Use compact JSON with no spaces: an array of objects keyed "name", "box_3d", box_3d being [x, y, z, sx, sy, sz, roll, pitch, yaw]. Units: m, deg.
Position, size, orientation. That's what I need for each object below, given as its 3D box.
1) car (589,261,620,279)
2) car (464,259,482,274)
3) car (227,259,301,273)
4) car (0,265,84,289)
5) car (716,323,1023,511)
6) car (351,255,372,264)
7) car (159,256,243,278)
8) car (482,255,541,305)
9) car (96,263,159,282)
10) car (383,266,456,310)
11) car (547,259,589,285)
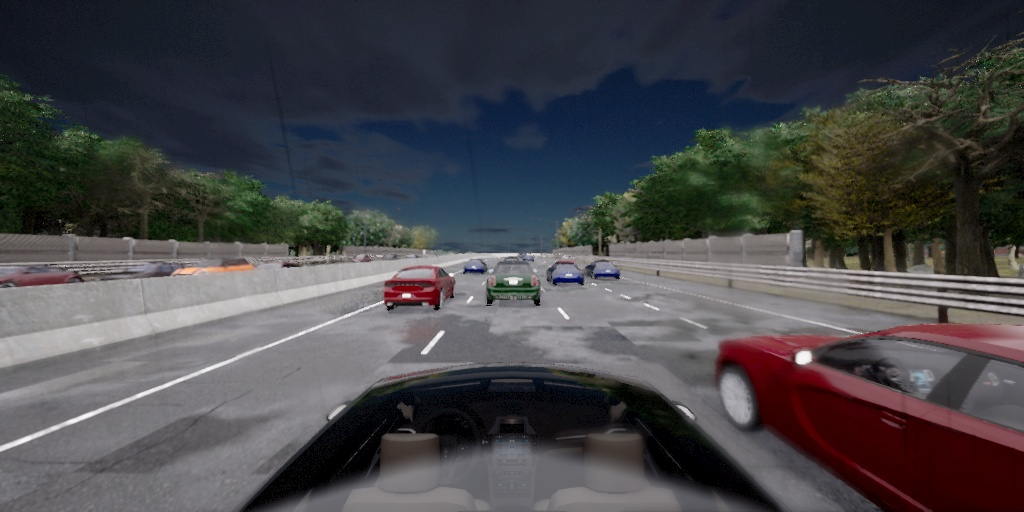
[{"name":"car","box_3d":[6.988,1.043,28.088,1.994,1.385,4.181,0,1,0]},{"name":"car","box_3d":[-3.540,0.956,35.028,1.994,1.385,4.181,0,1,0]},{"name":"car","box_3d":[-14.182,1.087,21.505,1.812,1.442,4.674,0,1,0]},{"name":"car","box_3d":[-24.666,1.167,18.041,1.994,1.385,4.181,0,1,0]},{"name":"car","box_3d":[3.499,1.222,2.508,1.882,1.535,5.008,0,0,0]},{"name":"car","box_3d":[-24.786,0.548,59.227,1.812,1.442,4.674,0,1,0]},{"name":"car","box_3d":[-17.681,0.915,21.444,2.097,1.767,4.553,0,1,0]},{"name":"car","box_3d":[0.044,0.980,15.401,2.097,1.767,4.553,0,1,0]},{"name":"car","box_3d":[-21.182,1.111,21.438,2.033,1.411,5.357,0,1,0]},{"name":"car","box_3d":[-3.451,1.119,14.171,1.882,1.535,5.008,0,1,0]},{"name":"car","box_3d":[3.409,1.100,23.474,1.994,1.385,4.181,0,1,0]}]
